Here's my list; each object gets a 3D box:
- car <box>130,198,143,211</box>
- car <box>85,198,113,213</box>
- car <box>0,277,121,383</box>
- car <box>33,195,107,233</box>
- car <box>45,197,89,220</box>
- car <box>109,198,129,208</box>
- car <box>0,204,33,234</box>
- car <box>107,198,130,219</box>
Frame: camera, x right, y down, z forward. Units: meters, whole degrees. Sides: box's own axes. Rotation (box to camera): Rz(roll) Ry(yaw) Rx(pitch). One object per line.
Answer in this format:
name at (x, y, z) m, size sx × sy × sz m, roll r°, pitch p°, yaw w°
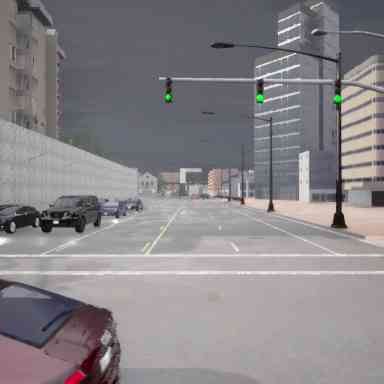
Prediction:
car at (-7.104, 1.496, 40.107) m, size 2.128 × 1.511 × 4.902 m, roll 0°, pitch 0°, yaw 0°
car at (-10.606, 1.509, 38.378) m, size 1.837 × 1.490 × 4.892 m, roll 0°, pitch 0°, yaw 0°
car at (-2.828, 1.566, 3.193) m, size 4.181 × 1.385 × 1.994 m, roll 0°, pitch 0°, yaw 0°
car at (-7.103, 1.223, 20.124) m, size 2.150 × 2.045 × 5.566 m, roll 0°, pitch 0°, yaw 0°
car at (-10.609, 1.355, 28.560) m, size 2.097 × 1.767 × 4.553 m, roll 0°, pitch 0°, yaw 0°
car at (-10.572, 1.606, 48.438) m, size 1.895 × 1.301 × 4.718 m, roll 0°, pitch 0°, yaw 0°
car at (-10.607, 1.507, 19.492) m, size 1.837 × 1.490 × 4.892 m, roll 0°, pitch 0°, yaw 0°
car at (-7.108, 1.529, 29.764) m, size 1.812 × 1.442 × 4.674 m, roll 0°, pitch 0°, yaw 0°
